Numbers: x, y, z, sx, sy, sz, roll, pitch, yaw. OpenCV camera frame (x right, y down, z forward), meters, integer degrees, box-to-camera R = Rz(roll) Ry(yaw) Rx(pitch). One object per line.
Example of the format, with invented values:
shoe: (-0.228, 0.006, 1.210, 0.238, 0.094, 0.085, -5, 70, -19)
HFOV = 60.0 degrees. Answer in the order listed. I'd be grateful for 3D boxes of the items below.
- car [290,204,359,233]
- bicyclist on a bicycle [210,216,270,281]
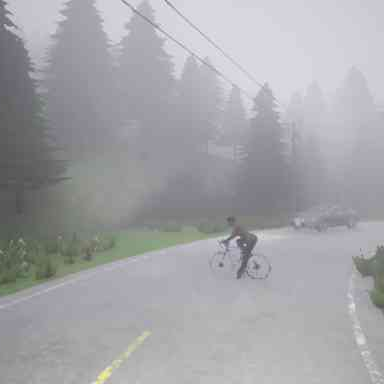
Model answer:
car: (7.873, 1.491, 19.651, 4.902, 1.511, 2.128, 0, 0, -34)
bicyclist on a bicycle: (1.196, 1.454, 8.619, 1.656, 1.620, 0.582, -2, -1, 26)
